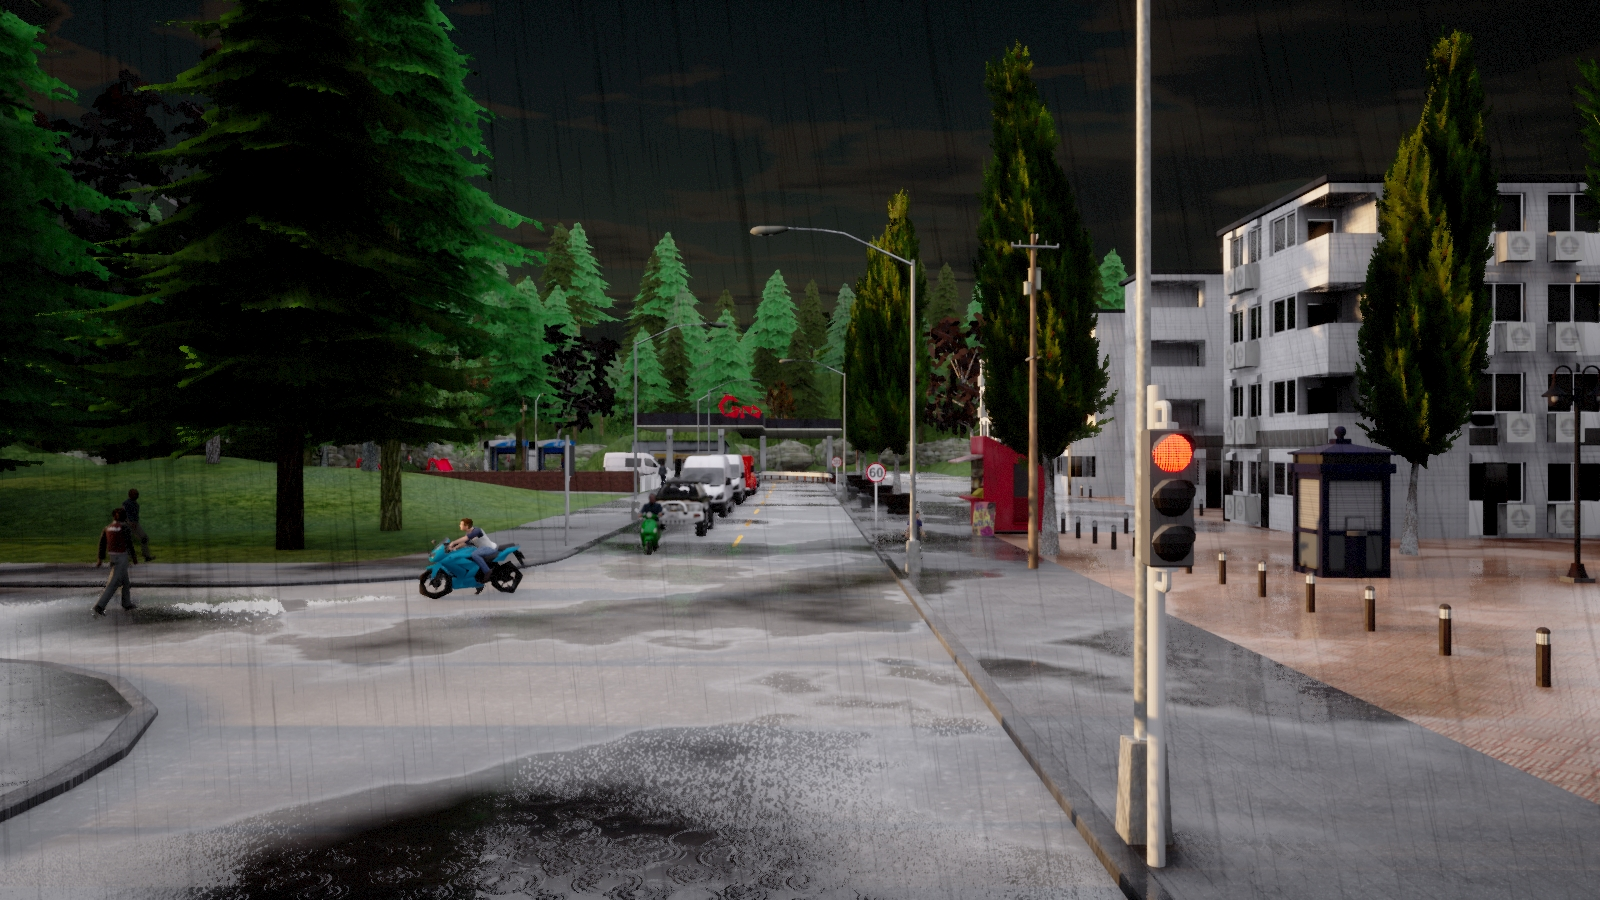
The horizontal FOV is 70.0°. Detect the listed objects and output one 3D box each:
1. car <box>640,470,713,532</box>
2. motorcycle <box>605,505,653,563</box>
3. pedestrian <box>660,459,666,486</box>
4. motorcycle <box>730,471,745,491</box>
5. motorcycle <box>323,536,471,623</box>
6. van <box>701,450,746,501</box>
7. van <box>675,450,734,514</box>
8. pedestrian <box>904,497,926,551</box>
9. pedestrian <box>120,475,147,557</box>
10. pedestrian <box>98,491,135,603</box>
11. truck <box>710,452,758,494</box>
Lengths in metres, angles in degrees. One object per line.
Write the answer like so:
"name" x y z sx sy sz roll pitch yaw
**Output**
"car" -4.062 1.637 38.211 1.932 1.855 4.605 0 0 0
"motorcycle" -3.994 1.957 26.818 0.856 1.236 1.805 0 0 0
"pedestrian" -9.288 1.512 77.412 0.375 1.860 0.375 0 0 1
"motorcycle" -3.983 1.950 72.907 0.856 1.236 1.805 0 0 0
"motorcycle" -6.262 1.990 17.812 2.033 1.145 0.803 0 0 -38
"van" -3.997 1.304 60.411 1.988 2.561 5.915 0 0 0
"van" -4.010 1.307 48.820 1.988 2.561 5.915 0 0 0
"pedestrian" 2.813 1.800 27.916 0.375 1.300 0.375 0 0 -34
"pedestrian" -15.313 1.520 26.261 0.375 1.860 0.375 0 0 12
"pedestrian" -11.544 1.625 19.295 0.375 1.860 0.375 0 0 10
"truck" -3.997 1.339 69.962 2.627 2.467 5.204 0 0 0
